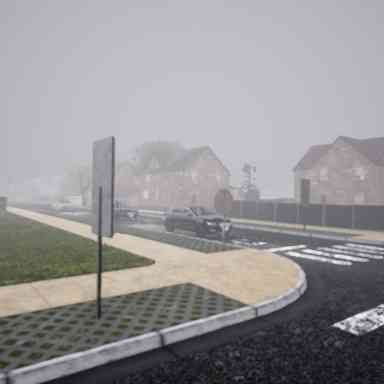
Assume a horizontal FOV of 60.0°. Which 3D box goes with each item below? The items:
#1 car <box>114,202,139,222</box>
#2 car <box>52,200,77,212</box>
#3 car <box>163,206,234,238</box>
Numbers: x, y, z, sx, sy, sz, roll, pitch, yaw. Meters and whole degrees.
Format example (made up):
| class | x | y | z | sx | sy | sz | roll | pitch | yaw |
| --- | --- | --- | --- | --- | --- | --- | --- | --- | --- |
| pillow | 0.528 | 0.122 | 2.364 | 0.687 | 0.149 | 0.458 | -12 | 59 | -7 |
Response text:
| class | x | y | z | sx | sy | sz | roll | pitch | yaw |
| --- | --- | --- | --- | --- | --- | --- | --- | --- | --- |
| car | -5.931 | 1.534 | 26.674 | 2.128 | 1.511 | 4.902 | 1 | -1 | -36 |
| car | -15.084 | 1.655 | 39.333 | 1.895 | 1.301 | 4.718 | 1 | -1 | -36 |
| car | 0.221 | 1.538 | 18.195 | 2.128 | 1.511 | 4.902 | 1 | -1 | -36 |
